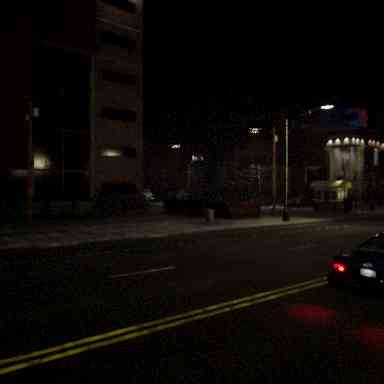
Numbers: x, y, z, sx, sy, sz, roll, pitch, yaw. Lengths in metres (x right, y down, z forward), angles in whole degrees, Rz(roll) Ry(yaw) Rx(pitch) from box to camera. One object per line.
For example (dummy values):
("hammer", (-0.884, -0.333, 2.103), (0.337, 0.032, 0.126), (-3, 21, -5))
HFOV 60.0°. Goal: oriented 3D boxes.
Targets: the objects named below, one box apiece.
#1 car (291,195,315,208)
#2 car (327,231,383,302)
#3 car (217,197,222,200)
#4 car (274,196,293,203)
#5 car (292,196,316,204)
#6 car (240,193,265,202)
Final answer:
("car", (15.240, 1.303, 46.344), (4.553, 1.767, 2.185), (0, 0, -36))
("car", (5.323, 1.558, 7.649), (5.357, 1.411, 2.033), (0, 0, -35))
("car", (4.421, 1.624, 60.856), (4.718, 1.301, 1.895), (0, 0, -36))
("car", (19.111, 1.522, 69.429), (3.806, 1.475, 1.970), (0, 0, -36))
("car", (22.040, 1.489, 65.445), (4.674, 1.452, 2.002), (0, 0, -36))
("car", (13.968, 1.298, 76.266), (5.566, 2.045, 2.435), (0, 0, -36))
